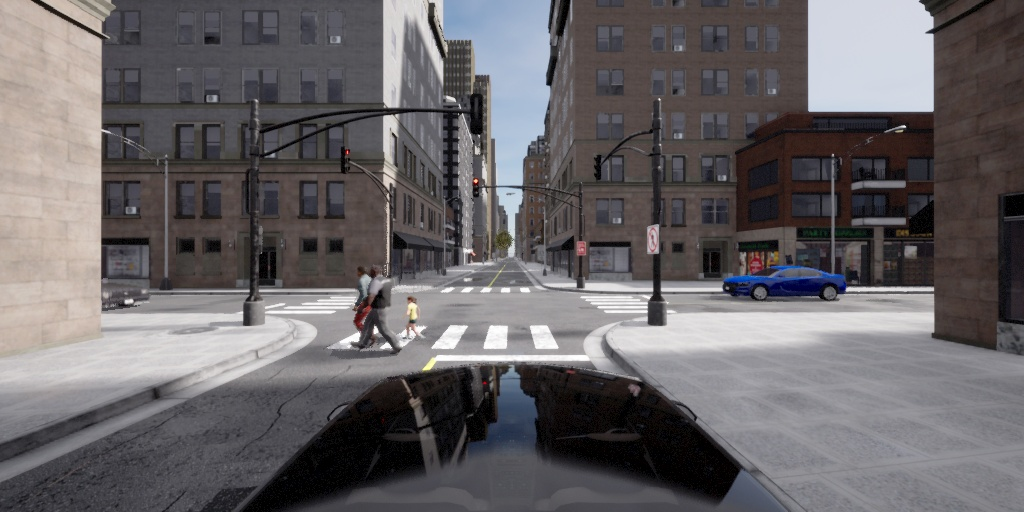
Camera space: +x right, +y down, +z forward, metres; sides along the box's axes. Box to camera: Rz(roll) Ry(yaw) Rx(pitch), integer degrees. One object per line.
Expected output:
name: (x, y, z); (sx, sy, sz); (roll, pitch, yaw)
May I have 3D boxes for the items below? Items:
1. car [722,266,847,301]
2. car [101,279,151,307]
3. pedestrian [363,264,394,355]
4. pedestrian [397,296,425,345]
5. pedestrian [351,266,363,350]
car: (12.497, 1.213, 16.648); (5.008, 1.535, 1.882); (0, 0, 0)
car: (-16.985, 1.310, 13.415); (5.357, 1.411, 2.033); (0, 0, 0)
pedestrian: (-2.679, 1.044, 7.234); (0.375, 1.860, 0.375); (0, 0, 0)
pedestrian: (-2.339, 1.424, 8.473); (0.500, 1.100, 0.500); (0, 0, 0)
pedestrian: (-3.235, 1.044, 7.891); (0.375, 1.860, 0.375); (0, 0, 0)
